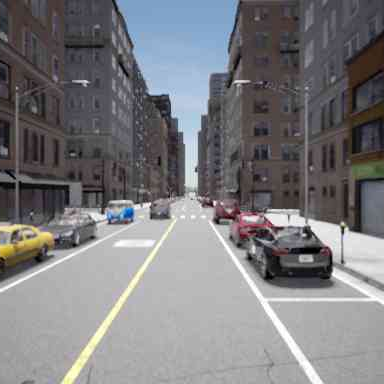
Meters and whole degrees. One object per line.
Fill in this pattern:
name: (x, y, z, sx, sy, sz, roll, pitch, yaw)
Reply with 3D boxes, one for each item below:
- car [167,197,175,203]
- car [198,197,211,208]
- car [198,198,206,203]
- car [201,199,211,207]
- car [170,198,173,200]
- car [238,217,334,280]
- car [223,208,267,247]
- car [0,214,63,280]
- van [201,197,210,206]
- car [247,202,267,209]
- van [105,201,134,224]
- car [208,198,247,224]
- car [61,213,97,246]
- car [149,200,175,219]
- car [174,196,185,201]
car: (-5.729, 2.313, 92.424, 1.967, 1.590, 4.097, -1, -1, 0)
car: (2.779, 1.858, 59.393, 2.192, 1.841, 5.009, -1, -1, 0)
car: (2.797, 2.417, 92.419, 1.887, 1.381, 4.507, -1, -1, 0)
car: (2.784, 2.123, 65.066, 1.752, 1.417, 4.829, -1, -1, 0)
car: (-5.738, 2.215, 70.403, 1.947, 1.339, 4.313, -1, -1, 0)
car: (2.759, 1.661, 10.120, 1.947, 1.339, 4.313, -1, -1, 0)
car: (2.761, 1.691, 15.730, 1.887, 1.381, 4.507, -1, -1, 0)
car: (-5.767, 1.619, 9.955, 1.752, 1.417, 4.829, -1, -1, 0)
van: (2.785, 1.990, 70.401, 1.690, 1.788, 3.998, -1, -1, 0)
car: (7.379, 1.964, 42.021, 4.181, 1.385, 1.994, 0, 0, 0)
van: (-5.761, 1.589, 26.954, 1.690, 1.788, 3.998, -1, -1, 0)
car: (2.764, 1.563, 26.950, 2.192, 1.841, 5.009, -1, -1, 0)
car: (-5.764, 1.697, 15.735, 2.008, 1.369, 4.403, -1, -1, 0)
car: (-2.987, 1.812, 32.098, 1.837, 1.490, 4.892, 0, -1, 0)
car: (-2.957, 1.805, 88.819, 2.097, 1.767, 4.553, 0, -1, 0)
